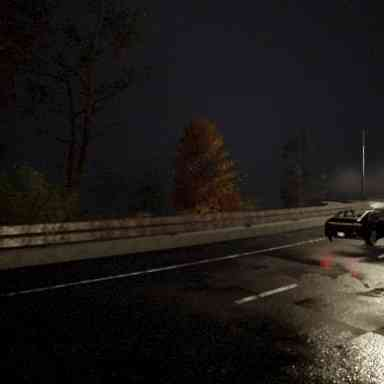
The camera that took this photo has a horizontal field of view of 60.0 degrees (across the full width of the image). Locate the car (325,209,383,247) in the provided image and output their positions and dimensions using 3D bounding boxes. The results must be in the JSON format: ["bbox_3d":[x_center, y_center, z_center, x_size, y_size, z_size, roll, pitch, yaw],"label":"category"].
[{"bbox_3d":[7.897,1.524,15.371,4.902,1.511,2.128,0,0,-44],"label":"car"}]
